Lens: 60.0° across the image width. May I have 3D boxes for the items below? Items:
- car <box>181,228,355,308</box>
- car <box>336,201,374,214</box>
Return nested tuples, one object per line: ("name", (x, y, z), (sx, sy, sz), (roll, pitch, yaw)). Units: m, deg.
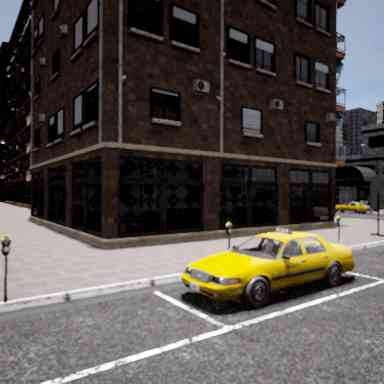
("car", (2.019, 1.575, 7.998), (4.829, 1.417, 1.752), (1, 0, -35))
("car", (18.722, 1.771, 39.204), (1.752, 1.417, 4.829), (1, 0, -35))
